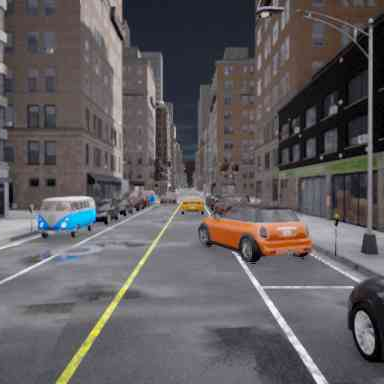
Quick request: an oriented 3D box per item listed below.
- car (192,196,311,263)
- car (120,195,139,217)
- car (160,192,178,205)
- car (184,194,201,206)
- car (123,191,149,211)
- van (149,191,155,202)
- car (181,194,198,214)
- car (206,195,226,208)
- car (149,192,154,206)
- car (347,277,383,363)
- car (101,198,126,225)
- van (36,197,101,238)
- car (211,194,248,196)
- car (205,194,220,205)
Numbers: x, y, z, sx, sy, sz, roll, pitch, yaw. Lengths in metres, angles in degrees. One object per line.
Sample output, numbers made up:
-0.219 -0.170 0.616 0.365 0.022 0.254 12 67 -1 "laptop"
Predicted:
1.946 1.192 11.693 2.097 1.767 4.553 0 1 -23 "car"
-5.858 1.198 27.058 1.947 1.339 4.313 0 1 0 "car"
-3.045 0.746 44.323 2.097 1.767 4.553 0 1 1 "car"
0.057 0.955 43.446 2.033 1.411 5.357 0 1 0 "car"
-5.858 0.870 32.639 2.192 1.841 5.009 0 1 0 "car"
-5.859 0.743 43.811 1.690 1.788 3.998 0 1 0 "van"
0.077 1.078 29.364 1.882 1.535 5.008 0 0 0 "car"
2.666 1.045 38.233 1.947 1.339 4.313 0 1 0 "car"
-5.859 1.023 38.229 1.887 1.381 4.507 0 1 0 "car"
3.146 1.464 2.868 1.837 1.490 4.892 0 1 0 "car"
-5.857 1.274 21.472 1.947 1.339 4.313 0 1 0 "car"
-5.857 1.125 15.884 1.690 1.788 3.998 0 1 0 "van"
2.668 1.024 21.476 2.192 1.841 5.009 0 1 0 "car"
2.665 0.984 43.817 1.802 1.307 4.206 0 1 0 "car"
